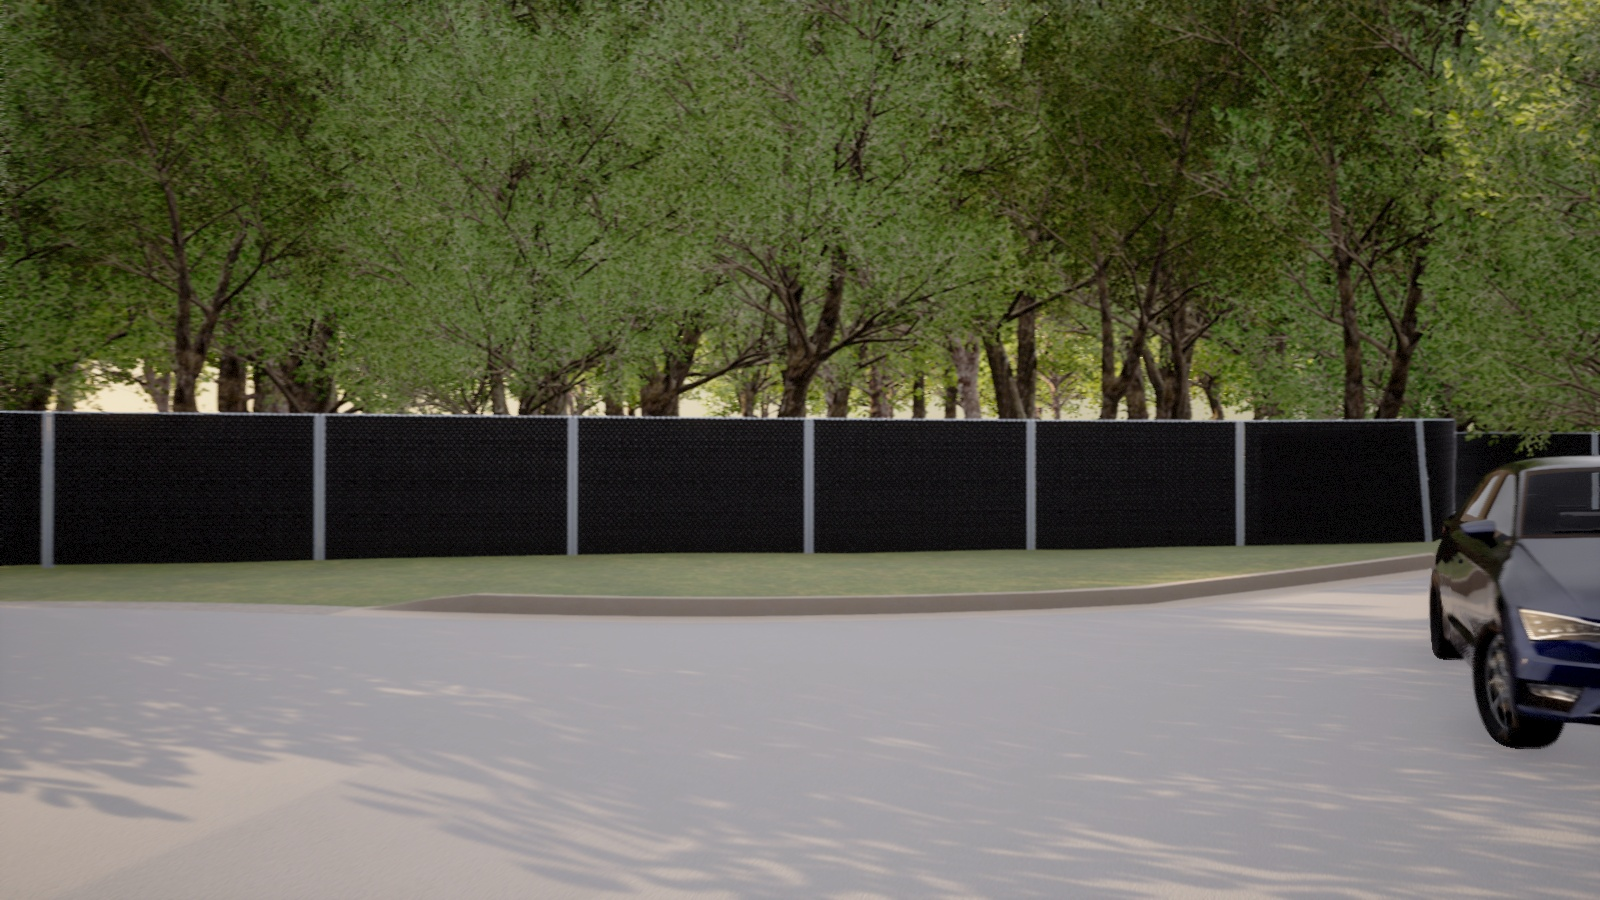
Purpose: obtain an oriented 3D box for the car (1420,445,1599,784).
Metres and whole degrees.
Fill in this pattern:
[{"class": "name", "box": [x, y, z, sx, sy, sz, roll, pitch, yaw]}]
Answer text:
[{"class": "car", "box": [4.931, 0.738, 7.449, 1.816, 1.474, 4.193, -2, 0, 21]}]
